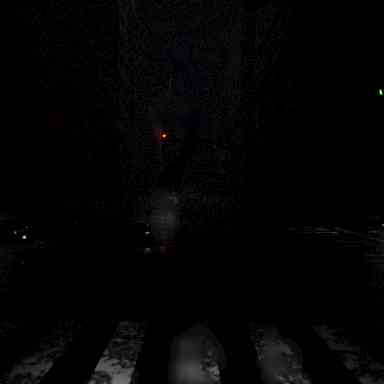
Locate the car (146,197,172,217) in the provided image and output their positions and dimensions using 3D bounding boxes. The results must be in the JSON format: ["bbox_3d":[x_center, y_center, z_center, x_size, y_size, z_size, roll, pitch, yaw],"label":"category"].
[{"bbox_3d":[-3.222,1.518,31.607,1.812,1.442,4.674,0,0,-1],"label":"car"}]

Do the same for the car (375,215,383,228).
[{"bbox_3d":[13.487,1.652,19.613,4.718,1.301,1.895,0,1,0],"label":"car"}]

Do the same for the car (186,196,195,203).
[{"bbox_3d":[-0.244,1.583,73.033,1.895,1.301,4.718,0,0,0],"label":"car"}]

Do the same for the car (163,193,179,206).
[{"bbox_3d":[-3.287,1.211,52.158,2.150,2.045,5.566,0,0,0],"label":"car"}]

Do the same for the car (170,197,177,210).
[{"bbox_3d":[-3.263,1.592,41.568,1.895,1.301,4.718,0,0,0],"label":"car"}]

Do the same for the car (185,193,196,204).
[{"bbox_3d":[-0.123,1.480,62.586,2.128,1.511,4.902,0,0,0],"label":"car"}]

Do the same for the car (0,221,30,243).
[{"bbox_3d":[-9.601,1.490,13.400,5.357,1.411,2.033,0,1,-10],"label":"car"}]
